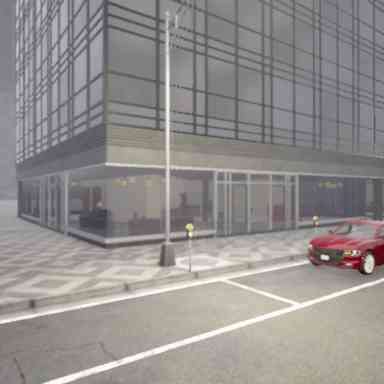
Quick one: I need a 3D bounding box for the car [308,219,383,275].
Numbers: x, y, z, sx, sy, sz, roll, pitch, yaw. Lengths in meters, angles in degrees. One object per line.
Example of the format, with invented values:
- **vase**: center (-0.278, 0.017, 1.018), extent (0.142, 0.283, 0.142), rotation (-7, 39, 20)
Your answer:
- **car**: center (5.556, 1.594, 10.623), extent (4.507, 1.381, 1.887), rotation (0, -1, -36)
